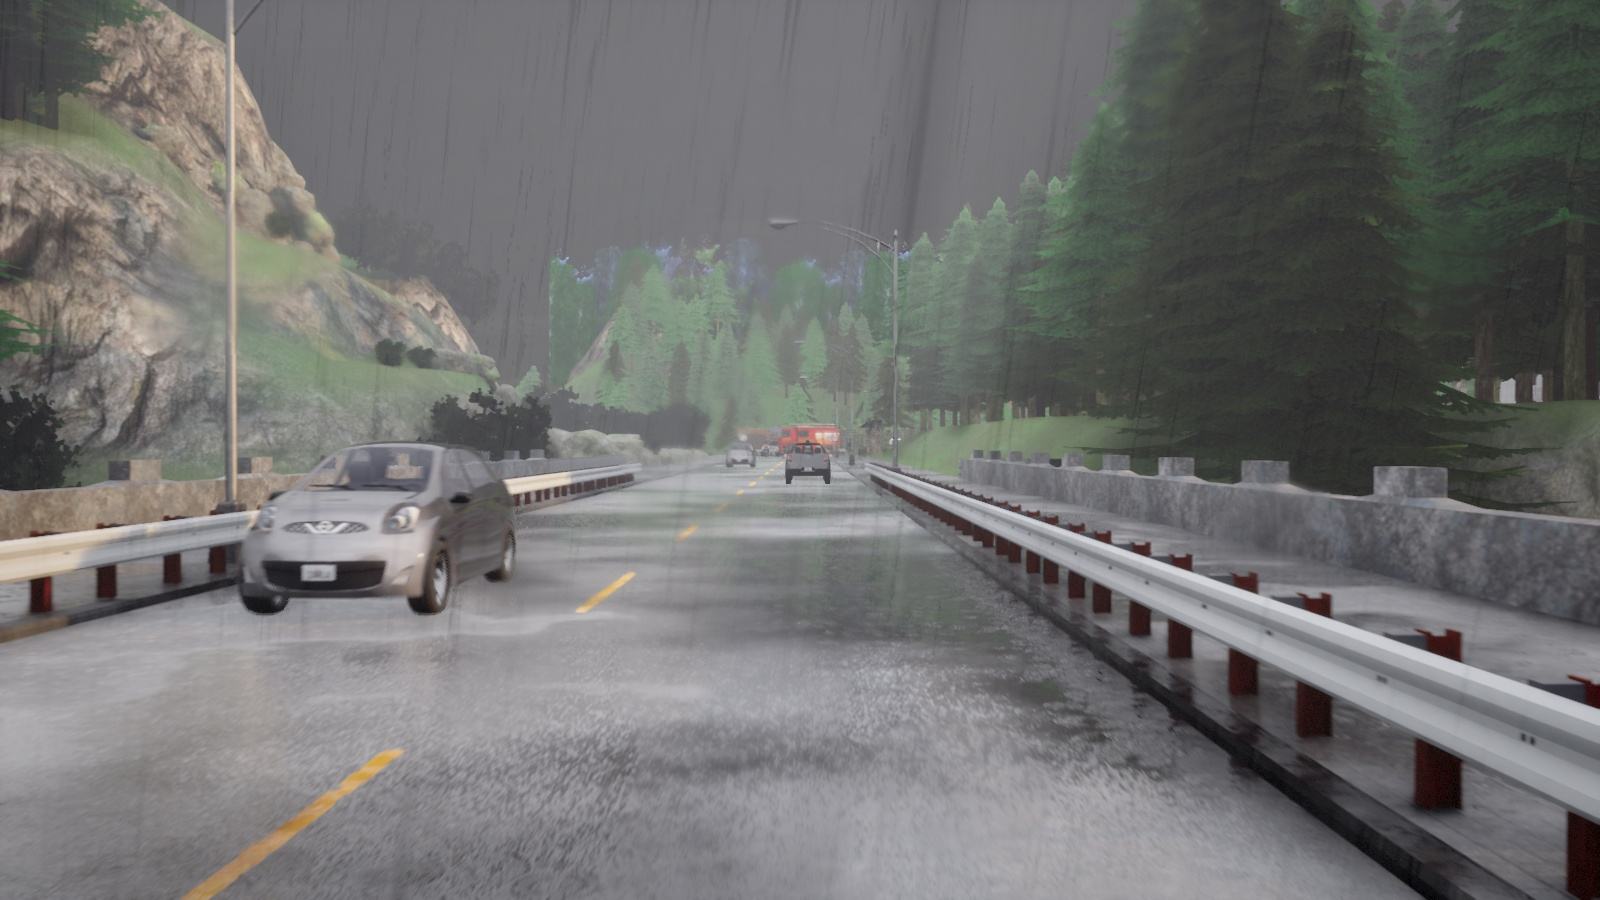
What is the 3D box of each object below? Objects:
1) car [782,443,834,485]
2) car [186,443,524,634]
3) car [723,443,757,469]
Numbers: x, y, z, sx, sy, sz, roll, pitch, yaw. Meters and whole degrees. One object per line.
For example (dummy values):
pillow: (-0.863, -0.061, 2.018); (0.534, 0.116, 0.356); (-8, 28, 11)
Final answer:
car: (0.294, 0.495, 46.749); (1.845, 1.501, 3.633); (0, 0, 0)
car: (-3.915, 0.691, 11.736); (1.845, 1.501, 3.633); (0, 0, 0)
car: (-3.540, 0.334, 75.191); (1.845, 1.501, 3.633); (0, 0, 0)
